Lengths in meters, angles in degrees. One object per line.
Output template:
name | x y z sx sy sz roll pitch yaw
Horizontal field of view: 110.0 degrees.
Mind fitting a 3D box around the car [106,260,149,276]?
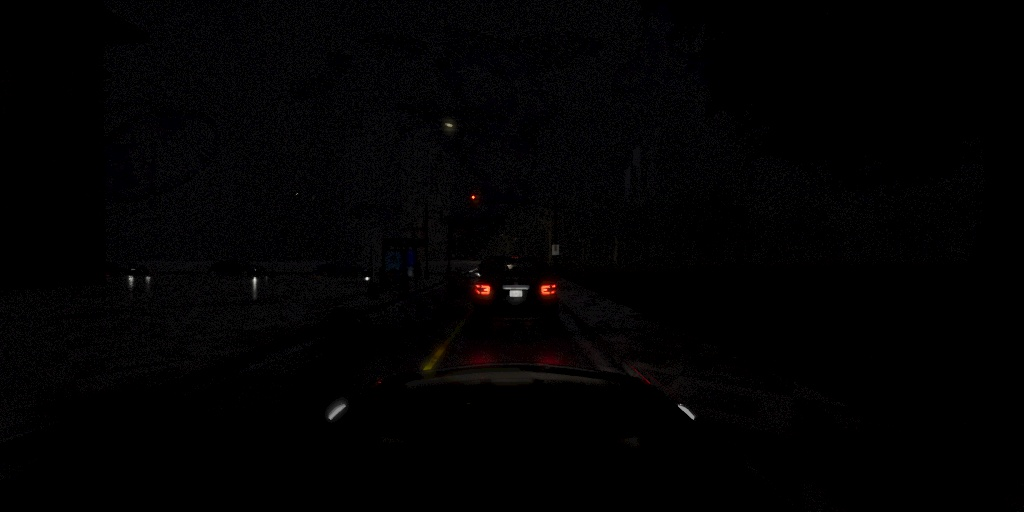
car | -36.666 1.143 33.289 4.892 1.490 1.837 0 0 2

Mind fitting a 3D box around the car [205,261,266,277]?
car | -25.343 1.175 32.986 4.892 1.490 1.837 0 1 1

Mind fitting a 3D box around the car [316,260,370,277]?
car | -15.157 1.176 32.728 5.008 1.535 1.882 0 0 0

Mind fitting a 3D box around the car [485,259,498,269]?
car | -3.072 1.216 54.980 1.812 1.442 4.674 0 0 0

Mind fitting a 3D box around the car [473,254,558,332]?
car | 0.099 0.968 11.039 2.150 2.045 5.566 0 0 0

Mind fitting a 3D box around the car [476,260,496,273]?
car | -3.066 1.257 43.335 2.033 1.411 5.357 0 0 0

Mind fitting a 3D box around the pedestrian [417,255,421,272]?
pedestrian | -10.071 0.800 38.828 0.375 1.860 0.375 0 0 1
